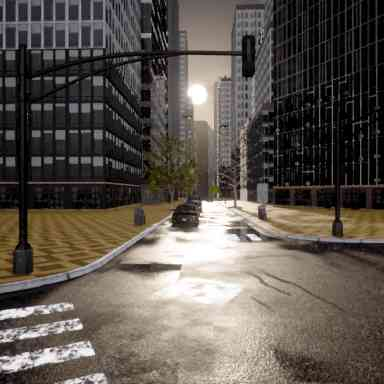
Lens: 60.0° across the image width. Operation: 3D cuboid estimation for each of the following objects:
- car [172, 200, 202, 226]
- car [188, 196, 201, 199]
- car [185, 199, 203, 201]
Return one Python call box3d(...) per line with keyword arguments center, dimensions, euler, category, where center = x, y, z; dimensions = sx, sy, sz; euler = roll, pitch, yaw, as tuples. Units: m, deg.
box3d(center=(-0.433, 1.654, 25.415), dimensions=(1.882, 1.535, 5.008), euler=(0, 0, 2), category="car")
box3d(center=(0.311, 1.554, 46.281), dimensions=(2.150, 2.045, 5.566), euler=(0, 0, 2), category="car")
box3d(center=(-0.068, 1.777, 35.628), dimensions=(1.812, 1.442, 4.674), euler=(0, 0, 2), category="car")
